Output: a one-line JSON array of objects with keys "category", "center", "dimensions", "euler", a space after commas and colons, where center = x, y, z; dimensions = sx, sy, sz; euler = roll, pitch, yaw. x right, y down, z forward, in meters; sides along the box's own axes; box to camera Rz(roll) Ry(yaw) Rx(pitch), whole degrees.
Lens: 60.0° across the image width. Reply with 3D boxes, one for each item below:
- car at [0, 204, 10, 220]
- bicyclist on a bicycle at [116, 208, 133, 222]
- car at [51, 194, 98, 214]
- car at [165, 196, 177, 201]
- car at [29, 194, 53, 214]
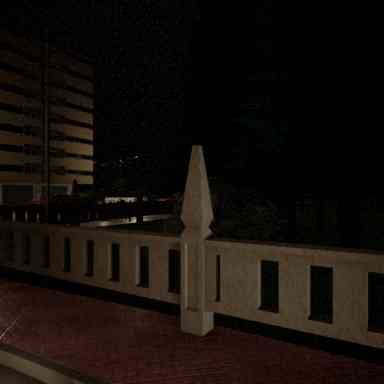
[{"category": "car", "center": [-16.529, 1.547, 25.641], "dimensions": [2.128, 1.511, 4.902], "euler": [0, 0, 29]}, {"category": "bicyclist on a bicycle", "center": [-4.880, 1.356, 24.007], "dimensions": [1.656, 1.620, 0.582], "euler": [0, 0, 29]}, {"category": "car", "center": [-11.691, 1.411, 34.384], "dimensions": [2.097, 1.767, 4.553], "euler": [0, 0, 29]}, {"category": "car", "center": [-4.261, 1.406, 54.873], "dimensions": [2.097, 1.767, 4.553], "euler": [0, 0, 29]}, {"category": "car", "center": [-14.799, 1.275, 35.993], "dimensions": [2.150, 2.045, 5.566], "euler": [0, 0, 29]}]
